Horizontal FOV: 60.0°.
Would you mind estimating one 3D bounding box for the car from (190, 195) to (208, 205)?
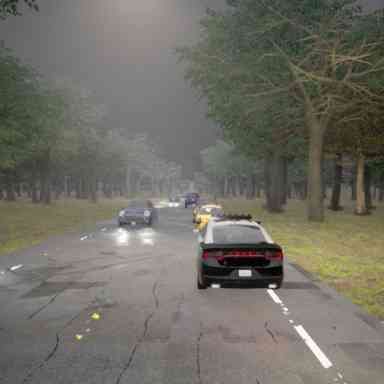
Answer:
[{"bbox_3d":[1.101,1.311,25.110,2.097,1.767,4.553,0,0,0],"label":"car"}]

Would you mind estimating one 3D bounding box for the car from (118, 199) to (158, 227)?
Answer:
[{"bbox_3d":[-3.554,1.319,22.490,2.097,1.767,4.553,0,0,0],"label":"car"}]

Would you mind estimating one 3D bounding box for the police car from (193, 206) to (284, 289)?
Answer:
[{"bbox_3d":[1.069,1.417,9.246,1.930,1.638,5.238,0,0,0],"label":"police car"}]

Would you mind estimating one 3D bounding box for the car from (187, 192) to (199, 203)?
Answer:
[{"bbox_3d":[0.132,1.007,64.143,2.150,2.045,5.566,0,0,0],"label":"car"}]

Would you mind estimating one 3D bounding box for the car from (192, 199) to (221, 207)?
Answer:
[{"bbox_3d":[1.090,1.430,19.327,1.801,1.575,5.366,0,0,0],"label":"car"}]

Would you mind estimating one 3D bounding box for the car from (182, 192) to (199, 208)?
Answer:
[{"bbox_3d":[0.108,1.104,45.873,2.150,2.045,5.566,0,0,0],"label":"car"}]

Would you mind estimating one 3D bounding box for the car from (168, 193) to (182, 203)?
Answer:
[{"bbox_3d":[-3.422,1.281,63.386,2.128,1.511,4.902,0,0,1],"label":"car"}]
